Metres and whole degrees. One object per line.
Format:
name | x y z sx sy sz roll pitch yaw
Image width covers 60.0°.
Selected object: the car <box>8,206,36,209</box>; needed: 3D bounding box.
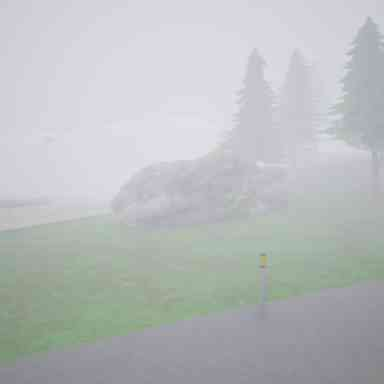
car | -17.354 1.385 31.600 2.033 1.411 5.357 0 0 7
